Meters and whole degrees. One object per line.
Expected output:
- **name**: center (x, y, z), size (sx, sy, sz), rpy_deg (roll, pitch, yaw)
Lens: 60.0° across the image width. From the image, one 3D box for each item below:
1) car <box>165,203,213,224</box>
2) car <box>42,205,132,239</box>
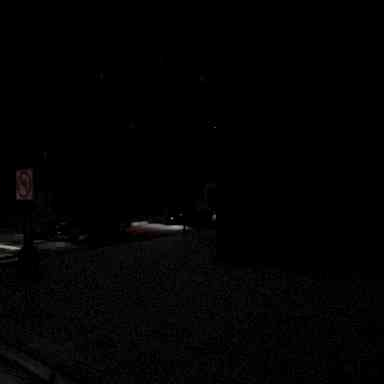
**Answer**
- **car**: center (-0.080, 1.581, 25.443), size (1.812, 1.442, 4.674), rpy_deg (0, 0, 35)
- **car**: center (-5.459, 1.515, 17.892), size (1.882, 1.535, 5.008), rpy_deg (0, 0, 35)
